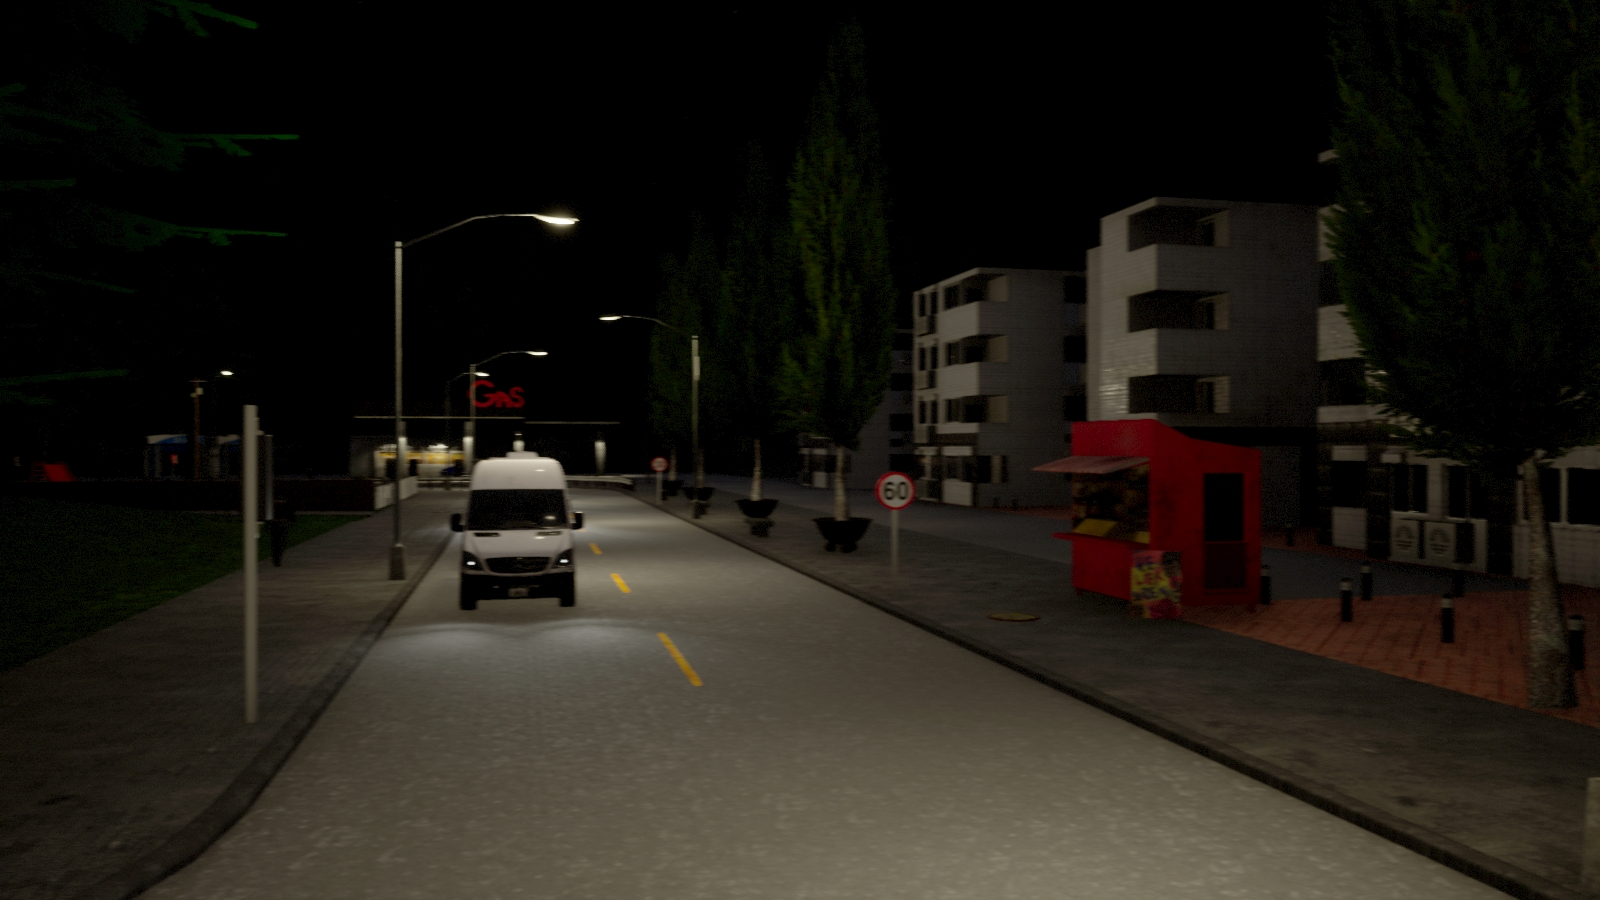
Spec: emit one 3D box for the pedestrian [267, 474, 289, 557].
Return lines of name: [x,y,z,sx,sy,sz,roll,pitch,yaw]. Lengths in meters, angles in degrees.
pedestrian: [-11.799,1.478,25.840,0.375,1.860,0.375,0,0,-13]

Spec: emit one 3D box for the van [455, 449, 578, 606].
van: [-5.404,1.269,21.875,1.988,2.561,5.915,0,0,-14]

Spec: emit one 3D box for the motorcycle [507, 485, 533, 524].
motorcycle: [-9.849,1.902,40.223,0.867,1.251,2.209,0,0,-14]
